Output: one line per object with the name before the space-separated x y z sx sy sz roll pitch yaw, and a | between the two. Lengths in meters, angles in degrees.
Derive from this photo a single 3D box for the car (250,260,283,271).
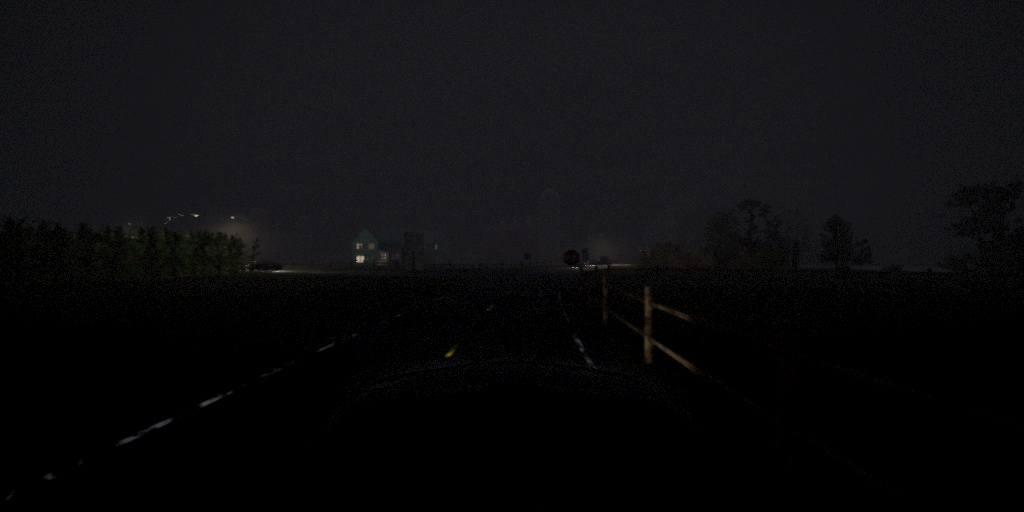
car | -30.989 1.197 45.278 4.181 1.385 1.994 0 0 23
